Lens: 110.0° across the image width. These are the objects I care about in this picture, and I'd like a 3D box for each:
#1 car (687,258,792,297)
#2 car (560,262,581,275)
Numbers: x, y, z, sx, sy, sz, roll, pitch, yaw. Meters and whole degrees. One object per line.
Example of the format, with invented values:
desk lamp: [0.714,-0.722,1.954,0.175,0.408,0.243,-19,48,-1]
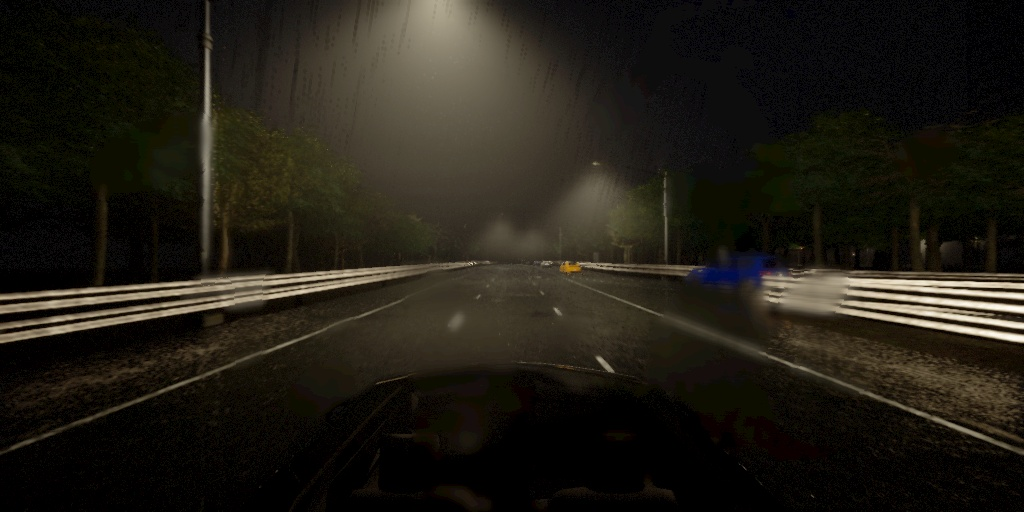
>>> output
car: [12.821,1.124,20.655,2.150,2.045,5.566,0,0,-18]
car: [7.417,1.523,45.854,1.882,1.535,5.008,0,0,-4]
